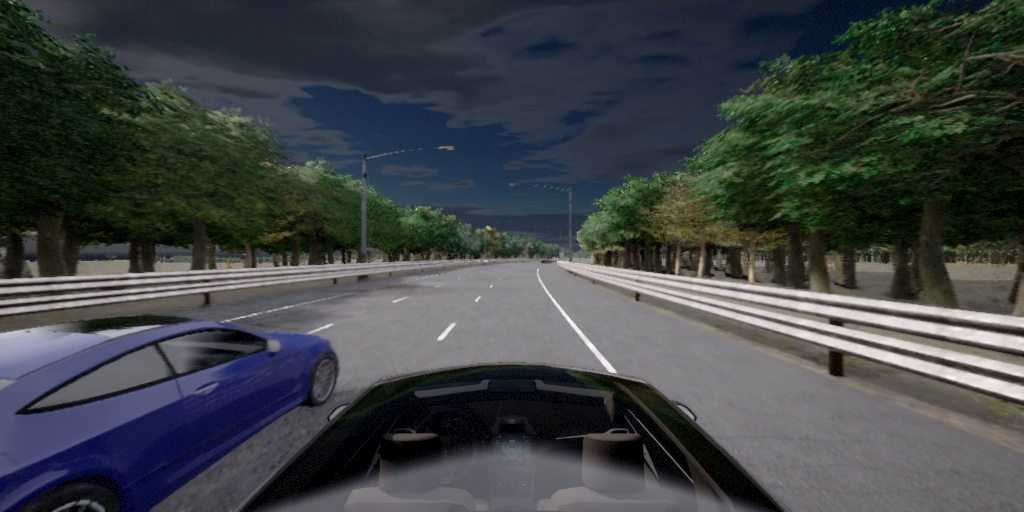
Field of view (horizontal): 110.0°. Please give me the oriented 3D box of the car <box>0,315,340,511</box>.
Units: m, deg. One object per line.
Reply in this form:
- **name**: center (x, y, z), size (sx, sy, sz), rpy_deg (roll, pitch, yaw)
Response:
- **car**: center (-3.387, 1.264, 3.236), size (1.812, 1.442, 4.674), rpy_deg (0, 0, 0)
